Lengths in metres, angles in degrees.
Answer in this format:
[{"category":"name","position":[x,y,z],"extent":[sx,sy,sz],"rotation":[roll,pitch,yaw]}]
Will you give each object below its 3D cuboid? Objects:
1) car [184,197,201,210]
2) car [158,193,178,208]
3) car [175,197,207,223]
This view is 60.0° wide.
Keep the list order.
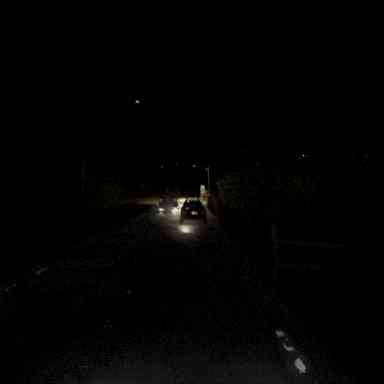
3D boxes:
[{"category":"car","position":[0.069,1.248,38.682],"extent":[1.895,1.301,4.718],"rotation":[0,1,0]},{"category":"car","position":[-2.817,0.984,40.237],"extent":[2.097,1.767,4.553],"rotation":[0,1,1]},{"category":"car","position":[0.086,1.339,23.194],"extent":[2.033,1.411,5.357],"rotation":[0,1,0]}]
